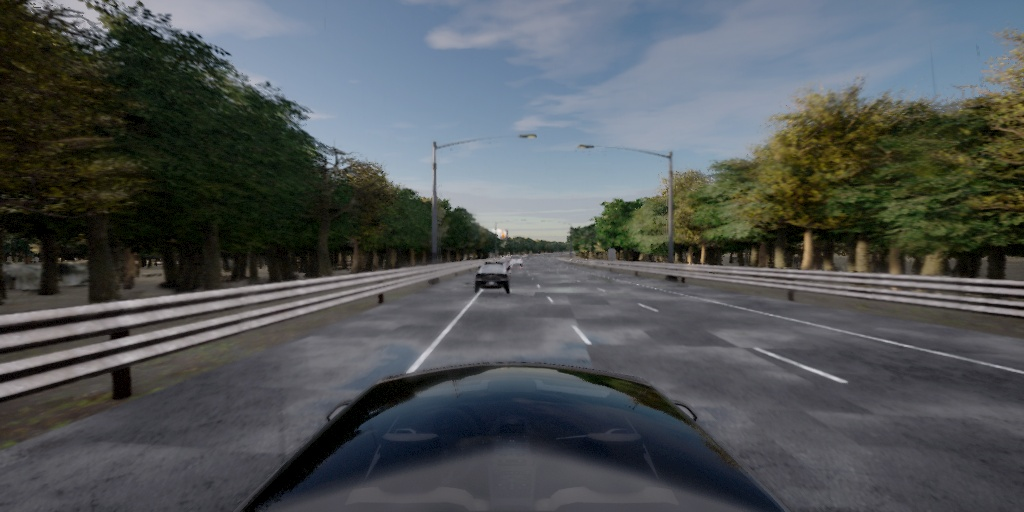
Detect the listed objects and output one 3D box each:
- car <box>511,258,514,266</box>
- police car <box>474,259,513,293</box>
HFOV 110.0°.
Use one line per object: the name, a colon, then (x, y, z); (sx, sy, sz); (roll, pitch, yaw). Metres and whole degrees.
car: (-1.011, 1.219, 30.762); (1.882, 1.535, 5.008); (0, 0, 0)
police car: (-1.042, 1.169, 20.873); (1.930, 1.638, 5.238); (0, 0, 0)
